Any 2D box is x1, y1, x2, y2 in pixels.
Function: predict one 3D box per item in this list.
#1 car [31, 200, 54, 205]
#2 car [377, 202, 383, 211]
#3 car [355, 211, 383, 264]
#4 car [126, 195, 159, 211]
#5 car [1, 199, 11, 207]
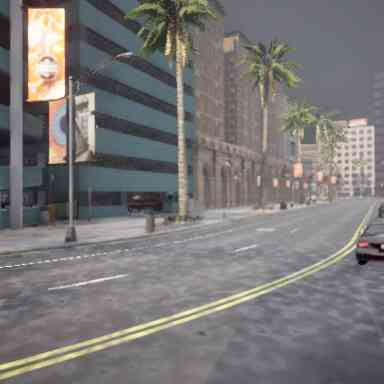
[{"bbox_3d":[-23.036,1.935,52.894,1.895,1.301,4.718,0,0,29],"label":"car"},{"bbox_3d":[18.796,1.639,31.576,1.837,1.490,4.892,0,0,30],"label":"car"},{"bbox_3d":[6.898,1.597,11.367,2.033,1.411,5.357,0,0,35],"label":"car"},{"bbox_3d":[-6.532,1.368,44.503,2.435,2.045,5.566,0,0,29],"label":"car"},{"bbox_3d":[-32.924,1.972,58.974,2.161,1.482,4.786,0,0,29],"label":"car"}]
